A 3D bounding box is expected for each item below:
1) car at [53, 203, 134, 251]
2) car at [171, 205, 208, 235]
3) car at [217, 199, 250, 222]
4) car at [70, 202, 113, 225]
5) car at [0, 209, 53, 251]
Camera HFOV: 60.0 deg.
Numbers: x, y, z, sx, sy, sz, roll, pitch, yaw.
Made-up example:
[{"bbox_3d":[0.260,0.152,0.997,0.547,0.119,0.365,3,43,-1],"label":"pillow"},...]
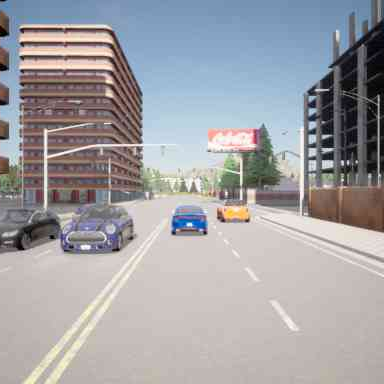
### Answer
[{"bbox_3d":[-3.763,1.352,13.934,2.097,1.767,4.553,0,0,-1],"label":"car"},{"bbox_3d":[-0.152,1.478,18.942,1.882,1.535,5.008,0,0,-1],"label":"car"},{"bbox_3d":[3.151,1.352,26.071,2.097,1.767,4.553,0,0,-1],"label":"car"},{"bbox_3d":[-7.332,1.526,24.757,1.812,1.442,4.674,0,0,-1],"label":"car"},{"bbox_3d":[-7.270,1.490,14.229,2.128,1.511,4.902,0,0,-1],"label":"car"}]
